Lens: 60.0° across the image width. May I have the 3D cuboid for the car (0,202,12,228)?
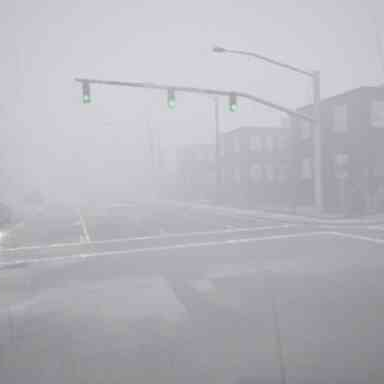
[{"bbox_3d":[-12.459,1.364,20.440,1.882,1.535,5.008,-2,3,-20],"label":"car"}]

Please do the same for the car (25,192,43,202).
[{"bbox_3d":[-21.480,0.675,45.322,2.097,1.767,4.553,-2,2,-20],"label":"car"}]
